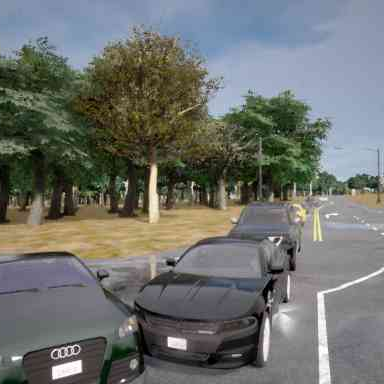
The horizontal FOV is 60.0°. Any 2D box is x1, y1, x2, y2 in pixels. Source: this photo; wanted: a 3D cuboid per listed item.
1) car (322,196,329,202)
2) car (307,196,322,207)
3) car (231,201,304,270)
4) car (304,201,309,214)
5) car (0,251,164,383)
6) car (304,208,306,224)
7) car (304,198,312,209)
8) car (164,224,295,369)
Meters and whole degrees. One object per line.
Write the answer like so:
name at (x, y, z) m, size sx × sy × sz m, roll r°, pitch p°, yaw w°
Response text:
car at (30.489, 1.647, 76.952) m, size 1.812 × 1.442 × 4.674 m, roll -1°, pitch 0°, yaw 25°
car at (19.966, 1.575, 55.635) m, size 2.097 × 1.767 × 4.553 m, roll -1°, pitch 0°, yaw 27°
car at (2.836, 1.459, 12.438) m, size 2.150 × 2.045 × 5.566 m, roll -2°, pitch 0°, yaw 20°
car at (7.226, 1.664, 24.190) m, size 1.882 × 1.535 × 5.008 m, roll -1°, pitch 0°, yaw 20°
car at (-2.319, 1.643, 4.992) m, size 1.994 × 1.385 × 4.181 m, roll 1°, pitch -2°, yaw -33°
car at (5.054, 1.774, 18.346) m, size 1.895 × 1.301 × 4.718 m, roll -1°, pitch 0°, yaw 21°
car at (12.536, 1.743, 38.348) m, size 1.812 × 1.442 × 4.674 m, roll -1°, pitch 0°, yaw 21°
car at (0.725, 1.613, 6.295) m, size 1.882 × 1.535 × 5.008 m, roll -1°, pitch -2°, yaw 21°
